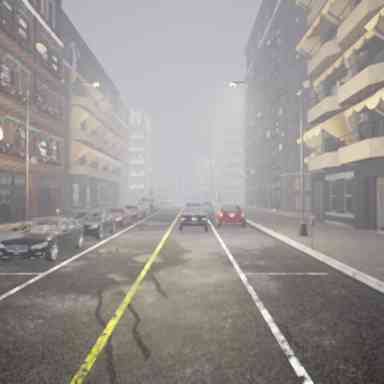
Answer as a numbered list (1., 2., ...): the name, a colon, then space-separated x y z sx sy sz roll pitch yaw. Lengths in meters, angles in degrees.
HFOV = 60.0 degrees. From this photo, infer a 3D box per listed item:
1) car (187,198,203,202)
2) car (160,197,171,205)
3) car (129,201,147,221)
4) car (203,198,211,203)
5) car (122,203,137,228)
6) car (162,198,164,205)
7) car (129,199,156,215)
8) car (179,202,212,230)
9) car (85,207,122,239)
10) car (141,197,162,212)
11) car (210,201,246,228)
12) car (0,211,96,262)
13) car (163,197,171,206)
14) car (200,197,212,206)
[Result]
1. car: 0.093 1.685 40.943 1.882 1.535 5.008 0 0 0
2. car: -5.321 1.780 67.742 1.967 1.590 4.097 1 0 0
3. car: -5.310 1.730 28.899 1.802 1.307 4.206 1 0 0
4. car: 2.567 1.867 56.666 1.802 1.307 4.206 1 0 0
5. car: -5.310 1.702 23.350 1.802 1.307 4.206 1 0 0
6. car: -5.312 1.796 45.546 1.947 1.339 4.313 1 0 0
7. car: -5.310 1.727 34.449 2.008 1.369 4.403 1 0 0
8. car: 0.098 1.661 22.179 2.033 1.411 5.357 0 0 0
9. car: -5.309 1.658 17.801 1.947 1.339 4.313 1 0 0
10. car: -5.308 1.518 39.998 2.192 1.841 5.009 1 0 0
11. car: 2.572 1.560 23.373 1.967 1.590 4.097 1 0 0
12. car: -5.308 1.614 12.253 2.008 1.369 4.403 1 0 0
13. car: -5.318 1.894 62.193 1.802 1.307 4.206 1 0 0
14. car: 2.569 1.753 62.216 1.967 1.590 4.097 1 0 0
